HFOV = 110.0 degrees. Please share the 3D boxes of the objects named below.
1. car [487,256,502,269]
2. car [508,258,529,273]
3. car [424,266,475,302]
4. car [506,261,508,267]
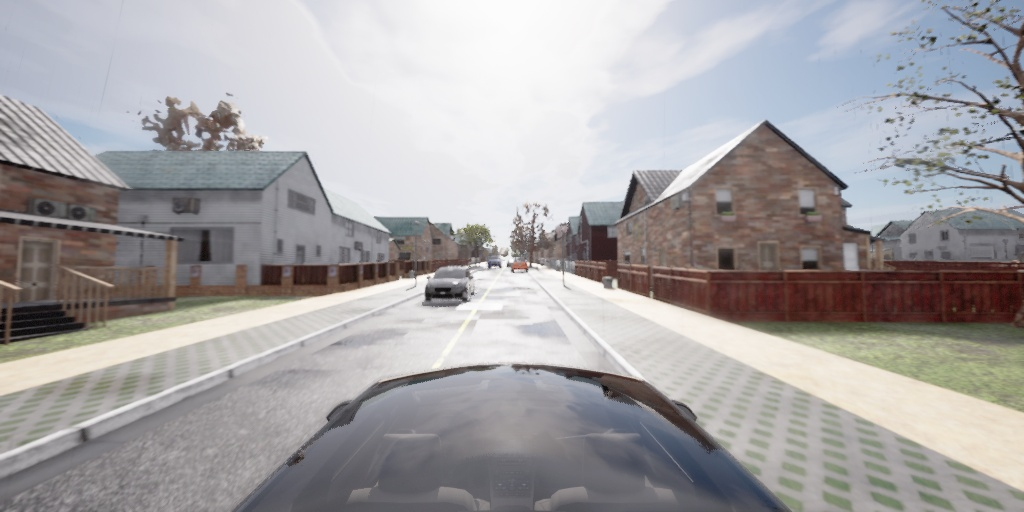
[{"bbox_3d":[-2.780,0.993,58.771,2.150,2.045,5.566,0,0,1],"label":"car"},{"bbox_3d":[0.932,1.069,45.134,2.097,1.767,4.553,-3,-1,0],"label":"car"},{"bbox_3d":[-2.845,1.266,17.134,1.837,1.490,4.892,0,0,0],"label":"car"},{"bbox_3d":[0.012,1.339,63.749,1.994,1.385,4.181,0,0,0],"label":"car"}]
